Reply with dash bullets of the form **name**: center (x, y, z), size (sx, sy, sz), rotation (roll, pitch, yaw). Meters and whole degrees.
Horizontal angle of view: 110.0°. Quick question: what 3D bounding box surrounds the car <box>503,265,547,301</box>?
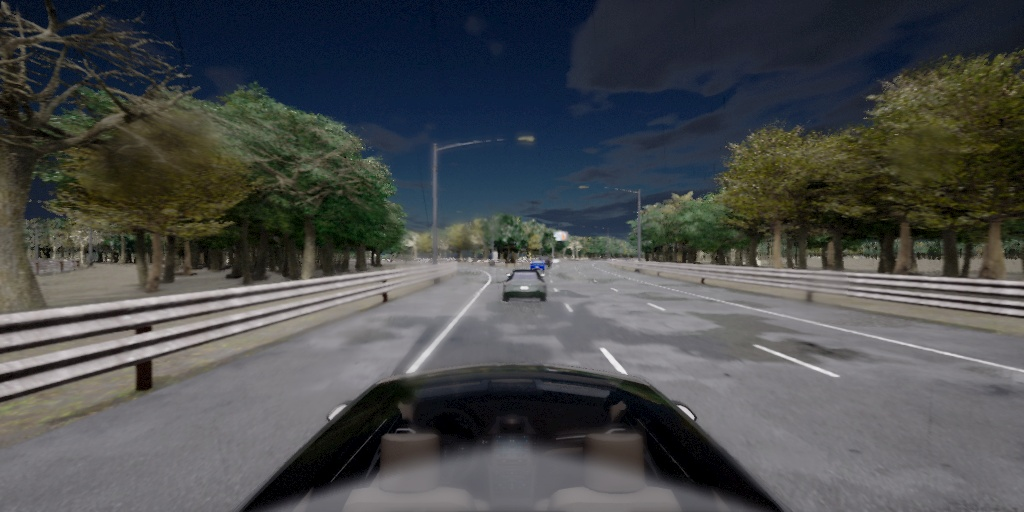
- **car**: center (0.659, 1.323, 17.291), size (1.994, 1.385, 4.181), rotation (0, 0, 3)

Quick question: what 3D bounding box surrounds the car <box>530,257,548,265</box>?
- **car**: center (3.478, 1.256, 47.786), size (1.882, 1.535, 5.008), rotation (0, 0, 8)

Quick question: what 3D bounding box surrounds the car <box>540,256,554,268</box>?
- **car**: center (5.850, 1.014, 63.795), size (2.150, 2.045, 5.566), rotation (0, 0, 10)
